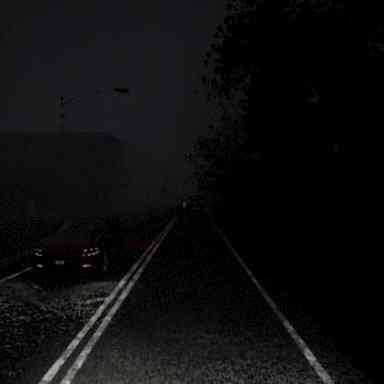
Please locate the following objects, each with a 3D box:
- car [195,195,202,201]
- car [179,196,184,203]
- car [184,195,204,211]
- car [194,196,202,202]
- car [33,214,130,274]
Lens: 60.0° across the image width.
[{"bbox_3d":[1.839,1.666,95.396,2.033,1.411,5.357,0,0,2],"label":"car"},{"bbox_3d":[-1.935,1.765,78.647,1.882,1.535,5.008,0,0,2],"label":"car"},{"bbox_3d":[0.448,1.455,44.122,2.150,2.045,5.566,0,0,1],"label":"car"},{"bbox_3d":[1.505,1.818,84.563,2.033,1.411,5.357,0,0,2],"label":"car"},{"bbox_3d":[-3.339,1.529,10.930,1.882,1.535,5.008,0,0,0],"label":"car"}]
